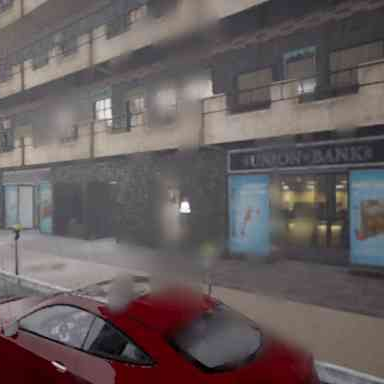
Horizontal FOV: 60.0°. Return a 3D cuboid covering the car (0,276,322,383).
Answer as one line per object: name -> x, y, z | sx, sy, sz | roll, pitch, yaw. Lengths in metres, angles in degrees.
car -> -0.829, 1.579, 3.481 | 4.206, 1.307, 1.802 | 0, -1, 36
